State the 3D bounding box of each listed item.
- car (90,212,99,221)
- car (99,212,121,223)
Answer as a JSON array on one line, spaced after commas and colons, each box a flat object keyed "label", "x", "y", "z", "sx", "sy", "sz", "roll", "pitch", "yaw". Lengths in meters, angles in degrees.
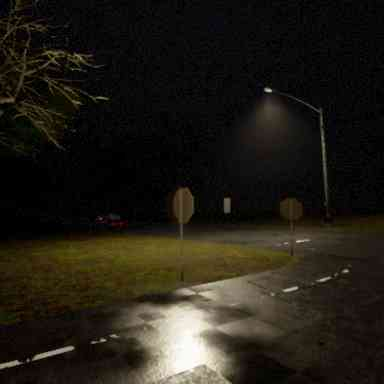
[{"label": "car", "x": -17.119, "y": 4.500, "z": 60.704, "sx": 1.837, "sy": 1.490, "sz": 4.892, "roll": -1, "pitch": -1, "yaw": -34}, {"label": "car", "x": -13.403, "y": 4.254, "z": 55.343, "sx": 1.812, "sy": 1.442, "sz": 4.674, "roll": -2, "pitch": -2, "yaw": -34}]
